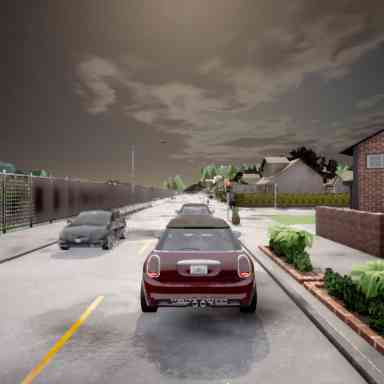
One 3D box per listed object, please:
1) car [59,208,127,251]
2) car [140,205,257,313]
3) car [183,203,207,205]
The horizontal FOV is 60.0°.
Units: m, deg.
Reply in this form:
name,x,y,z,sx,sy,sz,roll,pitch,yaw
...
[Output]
name,x,y,z,sx,sy,sz,roll,pitch,yaw
car,-4.036,1.506,14.262,1.837,1.490,4.892,0,0,0
car,0.120,1.352,7.840,2.097,1.767,4.553,0,0,0
car,0.152,1.352,17.538,2.097,1.767,4.553,0,0,0
